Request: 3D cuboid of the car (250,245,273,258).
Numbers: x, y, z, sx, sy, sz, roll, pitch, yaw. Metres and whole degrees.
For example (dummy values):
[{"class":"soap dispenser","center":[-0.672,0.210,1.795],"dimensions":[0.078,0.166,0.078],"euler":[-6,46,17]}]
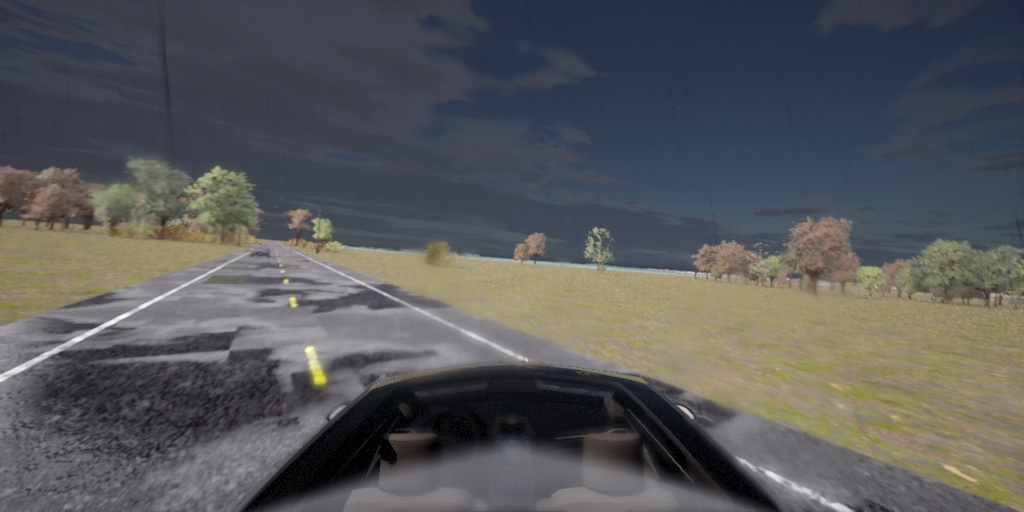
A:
[{"class":"car","center":[-29.316,-0.582,41.920],"dimensions":[1.837,1.490,4.892],"euler":[4,0,-34]}]
